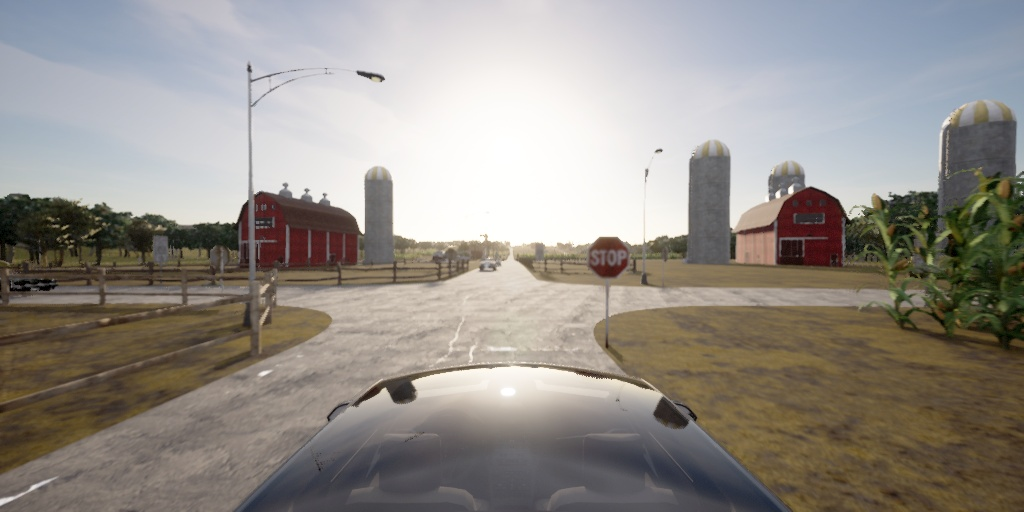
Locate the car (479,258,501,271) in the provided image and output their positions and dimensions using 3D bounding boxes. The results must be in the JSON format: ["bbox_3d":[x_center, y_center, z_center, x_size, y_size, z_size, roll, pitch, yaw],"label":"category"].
[{"bbox_3d":[-2.841,0.949,42.771,2.128,1.511,4.902,0,1,0],"label":"car"}]

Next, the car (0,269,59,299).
[{"bbox_3d":[-24.194,1.252,16.505,4.718,1.301,1.895,0,1,0],"label":"car"}]
